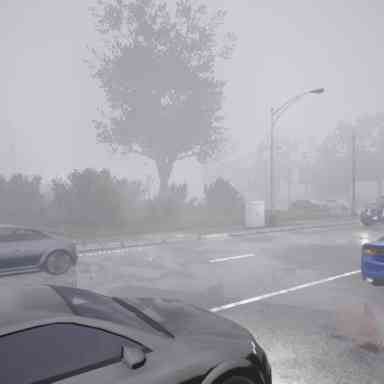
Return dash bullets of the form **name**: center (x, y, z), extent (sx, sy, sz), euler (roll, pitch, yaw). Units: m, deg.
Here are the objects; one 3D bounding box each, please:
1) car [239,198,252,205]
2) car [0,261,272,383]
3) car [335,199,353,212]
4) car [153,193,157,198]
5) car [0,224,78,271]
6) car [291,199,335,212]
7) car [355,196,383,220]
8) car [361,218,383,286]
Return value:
- **car**: center (8.196, 1.580, 52.842), extent (1.895, 1.301, 4.718), euler (0, 0, -33)
- **car**: center (-1.251, 1.564, 2.856), extent (4.181, 1.385, 1.994), euler (0, 0, -36)
- **car**: center (17.000, 1.526, 39.191), extent (1.812, 1.442, 4.674), euler (0, 0, -34)
- **car**: center (-5.877, 1.133, 67.394), extent (2.150, 2.045, 5.566), euler (0, 0, -36)
- **car**: center (-5.254, 1.564, 8.843), extent (4.181, 1.385, 1.994), euler (0, 0, -36)
- **car**: center (13.481, 1.526, 38.109), extent (1.812, 1.442, 4.674), euler (0, 0, -32)
- **car**: center (13.319, 1.221, 21.673), extent (5.566, 2.045, 2.150), euler (0, 1, -35)
- **car**: center (6.126, 1.478, 8.155), extent (5.008, 1.535, 1.882), euler (0, 0, -36)
